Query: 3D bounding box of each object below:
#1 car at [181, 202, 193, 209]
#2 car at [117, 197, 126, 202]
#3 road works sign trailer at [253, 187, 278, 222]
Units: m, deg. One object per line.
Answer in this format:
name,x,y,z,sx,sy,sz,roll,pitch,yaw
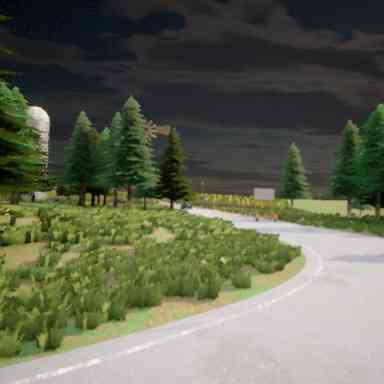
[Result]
car,-1.031,2.714,65.956,1.837,1.490,4.892,2,-2,-10
car,-20.024,2.470,93.500,1.905,1.878,3.866,2,-1,-41
road works sign trailer,7.556,1.296,35.356,2.380,3.560,2.880,2,-1,-10
